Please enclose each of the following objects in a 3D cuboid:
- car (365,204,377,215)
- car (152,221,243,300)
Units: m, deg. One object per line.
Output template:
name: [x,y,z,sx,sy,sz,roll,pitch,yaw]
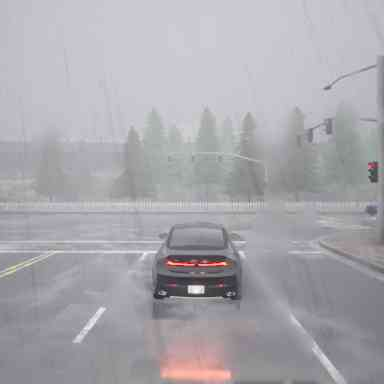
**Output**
car: [18.735,1.422,30.775,5.008,1.535,1.882,0,0,1]
car: [0.172,1.505,8.401,1.837,1.490,4.892,0,0,2]
